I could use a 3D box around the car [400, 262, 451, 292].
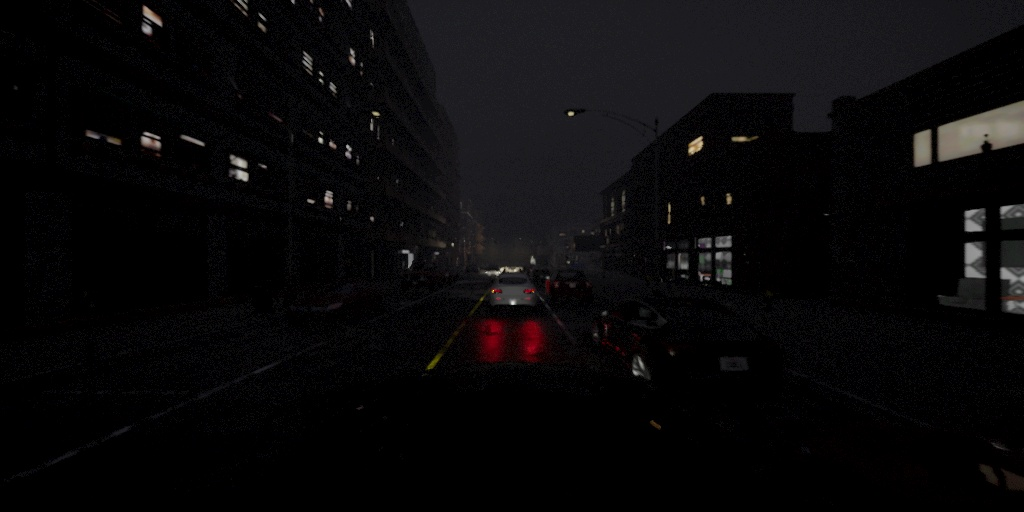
[{"bbox_3d":[-5.687,1.286,23.503,2.192,1.841,5.009,0,0,0],"label":"car"}]

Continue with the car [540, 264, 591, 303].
[{"bbox_3d":[2.692,1.352,17.801,1.967,1.591,4.097,0,0,0],"label":"car"}]

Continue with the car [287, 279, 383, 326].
[{"bbox_3d":[-5.689,1.437,12.110,1.802,1.307,4.207,0,0,0],"label":"car"}]

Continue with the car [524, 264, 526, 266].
[{"bbox_3d":[2.698,1.760,46.281,1.888,1.381,4.507,0,0,0],"label":"car"}]

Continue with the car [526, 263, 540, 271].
[{"bbox_3d":[2.696,1.642,34.890,2.007,1.370,4.403,0,0,0],"label":"car"}]

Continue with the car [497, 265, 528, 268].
[{"bbox_3d":[0.045,1.625,28.571,1.895,1.301,4.718,0,-1,1],"label":"car"}]

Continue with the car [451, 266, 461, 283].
[{"bbox_3d":[-5.686,1.471,29.200,1.967,1.591,4.097,0,0,0],"label":"car"}]

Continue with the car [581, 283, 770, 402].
[{"bbox_3d":[2.691,1.363,6.409,1.948,1.339,4.313,0,0,0],"label":"car"}]

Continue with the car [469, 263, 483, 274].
[{"bbox_3d":[-5.682,1.845,51.985,1.948,1.339,4.313,0,0,0],"label":"car"}]

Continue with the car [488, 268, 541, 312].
[{"bbox_3d":[0.054,1.408,14.844,1.812,1.442,4.674,0,0,1],"label":"car"}]

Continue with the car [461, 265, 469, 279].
[{"bbox_3d":[-5.685,1.642,34.896,2.007,1.370,4.403,0,0,0],"label":"car"}]

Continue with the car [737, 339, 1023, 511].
[{"bbox_3d":[2.690,1.322,0.713,1.802,1.307,4.207,0,0,0],"label":"car"}]

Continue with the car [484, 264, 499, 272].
[{"bbox_3d":[-3.042,1.921,58.910,1.994,1.385,4.181,0,-1,1],"label":"car"}]
